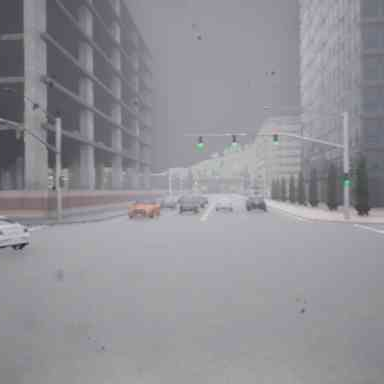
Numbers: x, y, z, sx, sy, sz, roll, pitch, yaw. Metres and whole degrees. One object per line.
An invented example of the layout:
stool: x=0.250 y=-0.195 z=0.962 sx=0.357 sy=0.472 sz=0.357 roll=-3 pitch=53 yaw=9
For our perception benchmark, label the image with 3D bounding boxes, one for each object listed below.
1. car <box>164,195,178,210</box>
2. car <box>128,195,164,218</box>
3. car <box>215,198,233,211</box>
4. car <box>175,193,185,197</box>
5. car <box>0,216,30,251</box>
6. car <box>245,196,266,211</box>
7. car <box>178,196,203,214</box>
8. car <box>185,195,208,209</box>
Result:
car: x=-3.102 y=1.529 z=42.436 sx=1.812 sy=1.442 sz=4.674 roll=-1 pitch=0 yaw=5
car: x=-4.227 y=1.375 z=30.006 sx=2.097 sy=1.767 sz=4.553 roll=-1 pitch=0 yaw=5
car: x=3.825 y=1.458 z=39.342 sx=1.812 sy=1.442 sz=4.674 roll=-1 pitch=0 yaw=5
car: x=-1.360 y=1.323 z=61.302 sx=2.097 sy=1.767 sz=4.553 roll=-1 pitch=0 yaw=5
car: x=-8.416 y=1.604 z=13.040 sx=4.674 sy=1.442 sz=1.812 roll=-1 pitch=-1 yaw=27
car: x=7.237 y=1.249 z=38.218 sx=2.097 sy=1.767 sz=4.553 roll=-1 pitch=0 yaw=5
car: x=-0.223 y=1.482 z=35.329 sx=1.837 sy=1.490 sz=4.892 roll=-1 pitch=0 yaw=5
car: x=0.638 y=1.313 z=44.859 sx=2.097 sy=1.767 sz=4.553 roll=-1 pitch=0 yaw=5
